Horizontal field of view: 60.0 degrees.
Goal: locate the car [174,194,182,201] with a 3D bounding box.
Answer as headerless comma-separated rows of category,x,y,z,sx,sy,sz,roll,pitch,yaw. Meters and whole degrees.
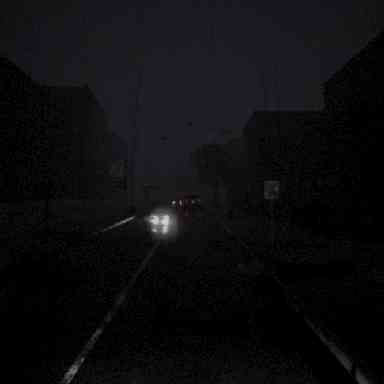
car,-3.245,1.215,75.532,1.812,1.442,4.674,0,1,0

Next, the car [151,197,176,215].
car,-3.108,1.493,34.350,2.128,1.511,4.902,0,0,0

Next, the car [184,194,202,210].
car,0.125,1.218,42.819,2.150,2.045,5.566,0,0,0
